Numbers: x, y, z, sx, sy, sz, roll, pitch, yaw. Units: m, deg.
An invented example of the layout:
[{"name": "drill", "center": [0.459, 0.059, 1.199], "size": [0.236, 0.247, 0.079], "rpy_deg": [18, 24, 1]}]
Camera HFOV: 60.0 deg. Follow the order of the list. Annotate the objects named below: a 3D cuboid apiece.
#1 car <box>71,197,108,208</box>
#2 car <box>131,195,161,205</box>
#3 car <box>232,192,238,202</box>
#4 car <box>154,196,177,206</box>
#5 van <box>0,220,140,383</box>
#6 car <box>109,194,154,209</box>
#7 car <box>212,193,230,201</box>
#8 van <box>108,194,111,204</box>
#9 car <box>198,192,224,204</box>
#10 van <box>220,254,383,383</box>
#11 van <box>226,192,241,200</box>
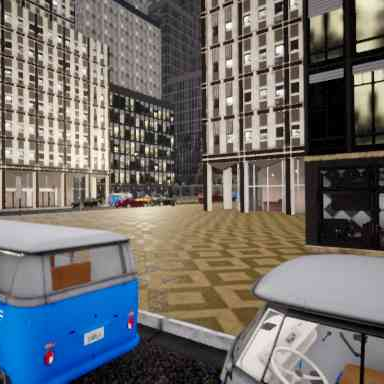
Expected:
[{"name": "car", "center": [-13.819, 1.385, 43.809], "size": [1.947, 1.339, 4.313], "rpy_deg": [0, 0, 36]}, {"name": "car", "center": [-7.249, 1.260, 52.768], "size": [1.752, 1.417, 4.829], "rpy_deg": [0, 0, 36]}, {"name": "car", "center": [6.299, 1.087, 57.072], "size": [2.008, 1.369, 4.403], "rpy_deg": [0, 0, 36]}, {"name": "car", "center": [-3.703, 1.216, 43.433], "size": [2.008, 1.369, 4.403], "rpy_deg": [0, 0, 36]}, {"name": "van", "center": [-2.574, 1.340, 4.728], "size": [3.998, 1.788, 1.690], "rpy_deg": [0, -1, 36]}, {"name": "car", "center": [-7.037, 1.253, 38.887], "size": [1.887, 1.381, 4.507], "rpy_deg": [0, 0, 36]}, {"name": "car", "center": [6.193, 0.999, 71.099], "size": [1.967, 1.590, 4.097], "rpy_deg": [0, 0, 36]}, {"name": "van", "center": [-10.485, 1.118, 48.356], "size": [1.690, 1.788, 3.998], "rpy_deg": [0, 0, 36]}, {"name": "car", "center": [2.963, 0.895, 52.525], "size": [2.192, 1.841, 5.009], "rpy_deg": [0, 0, 36]}, {"name": "van", "center": [1.964, 1.341, 1.486], "size": [3.998, 1.788, 1.690], "rpy_deg": [0, -1, 36]}, {"name": "van", "center": [9.528, 0.854, 75.647], "size": [1.690, 1.788, 3.998], "rpy_deg": [0, 0, 36]}]
